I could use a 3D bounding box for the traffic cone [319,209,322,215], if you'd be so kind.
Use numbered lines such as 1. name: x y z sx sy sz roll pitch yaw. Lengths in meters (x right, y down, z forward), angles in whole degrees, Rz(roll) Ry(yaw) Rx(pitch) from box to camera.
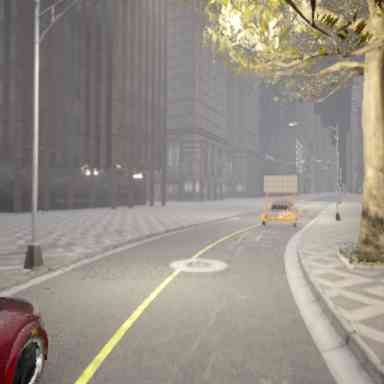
1. traffic cone: 13.103 2.027 33.867 0.340 0.580 0.340 0 0 25

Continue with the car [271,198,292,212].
1. car: 10.972 1.530 40.729 1.882 1.535 5.008 0 0 25

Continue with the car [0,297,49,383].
1. car: -2.811 1.543 2.298 1.994 1.385 4.181 0 0 5

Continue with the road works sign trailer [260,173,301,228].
1. road works sign trailer: 6.093 0.508 22.788 2.380 3.560 2.880 0 0 25
